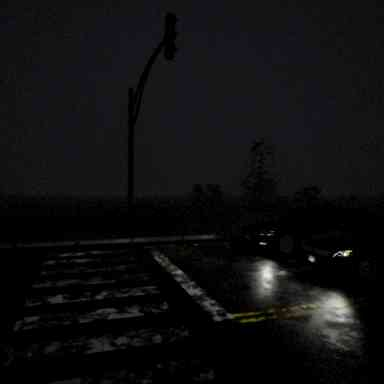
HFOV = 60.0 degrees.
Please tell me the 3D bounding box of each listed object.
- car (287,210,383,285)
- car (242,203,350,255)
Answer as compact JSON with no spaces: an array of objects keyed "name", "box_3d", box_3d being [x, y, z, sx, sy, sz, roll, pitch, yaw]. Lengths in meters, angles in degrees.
[{"name":"car","box_3d":[5.099,1.325,8.708,4.674,1.442,1.812,0,2,-18]},{"name":"car","box_3d":[4.206,1.185,11.828,5.008,1.535,1.882,-1,2,-19]}]
